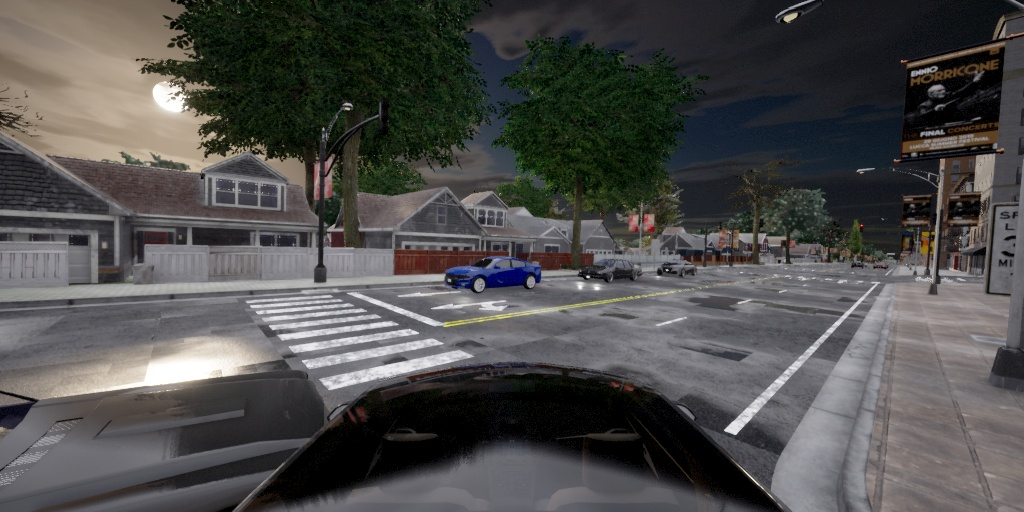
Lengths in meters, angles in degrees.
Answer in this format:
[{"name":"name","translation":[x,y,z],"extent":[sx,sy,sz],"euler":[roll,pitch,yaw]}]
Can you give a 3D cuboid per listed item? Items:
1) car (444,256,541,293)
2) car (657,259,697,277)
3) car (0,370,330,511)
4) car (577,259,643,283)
[{"name":"car","translation":[-0.769,0.762,16.667],"extent":[5.008,1.535,1.882],"euler":[0,3,-43]},{"name":"car","translation":[13.918,0.966,30.165],"extent":[4.181,1.385,1.994],"euler":[0,3,-43]},{"name":"car","translation":[-3.325,1.279,1.539],"extent":[4.718,1.301,1.895],"euler":[1,2,-33]},{"name":"car","translation":[6.558,0.889,23.416],"extent":[5.357,1.411,2.033],"euler":[0,3,-43]}]
